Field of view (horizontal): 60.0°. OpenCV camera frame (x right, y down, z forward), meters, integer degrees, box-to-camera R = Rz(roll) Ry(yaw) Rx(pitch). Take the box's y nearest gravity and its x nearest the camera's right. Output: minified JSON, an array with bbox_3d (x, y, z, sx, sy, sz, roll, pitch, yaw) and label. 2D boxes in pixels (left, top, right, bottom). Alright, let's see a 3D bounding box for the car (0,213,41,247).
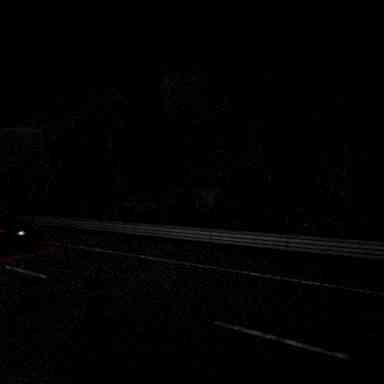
[{"bbox_3d":[-8.249,1.573,14.060,4.181,1.385,1.994,0,0,36],"label":"car"}]
